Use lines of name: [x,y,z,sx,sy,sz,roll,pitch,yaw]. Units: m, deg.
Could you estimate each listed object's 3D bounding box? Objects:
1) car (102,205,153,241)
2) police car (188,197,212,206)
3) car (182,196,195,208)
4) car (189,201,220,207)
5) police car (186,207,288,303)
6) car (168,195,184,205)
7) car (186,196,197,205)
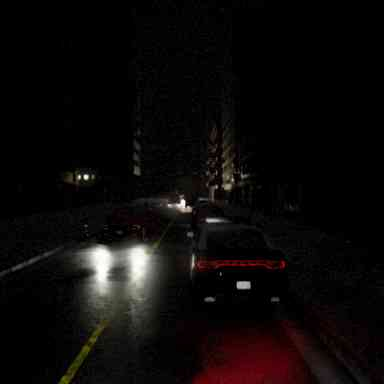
car: [-3.106,1.457,16.737,1.882,1.535,5.008,0,0,0]
police car: [0.892,1.400,24.372,1.930,1.638,5.238,0,0,0]
car: [-0.003,1.472,46.242,1.837,1.490,4.892,0,0,0]
car: [0.895,1.484,18.262,1.837,1.490,4.892,0,0,0]
police car: [0.897,1.414,8.371,1.930,1.638,5.238,0,0,0]
car: [-3.086,1.331,59.267,2.097,1.767,4.553,0,0,0]
car: [-0.019,1.458,59.844,1.882,1.535,5.008,0,0,0]
